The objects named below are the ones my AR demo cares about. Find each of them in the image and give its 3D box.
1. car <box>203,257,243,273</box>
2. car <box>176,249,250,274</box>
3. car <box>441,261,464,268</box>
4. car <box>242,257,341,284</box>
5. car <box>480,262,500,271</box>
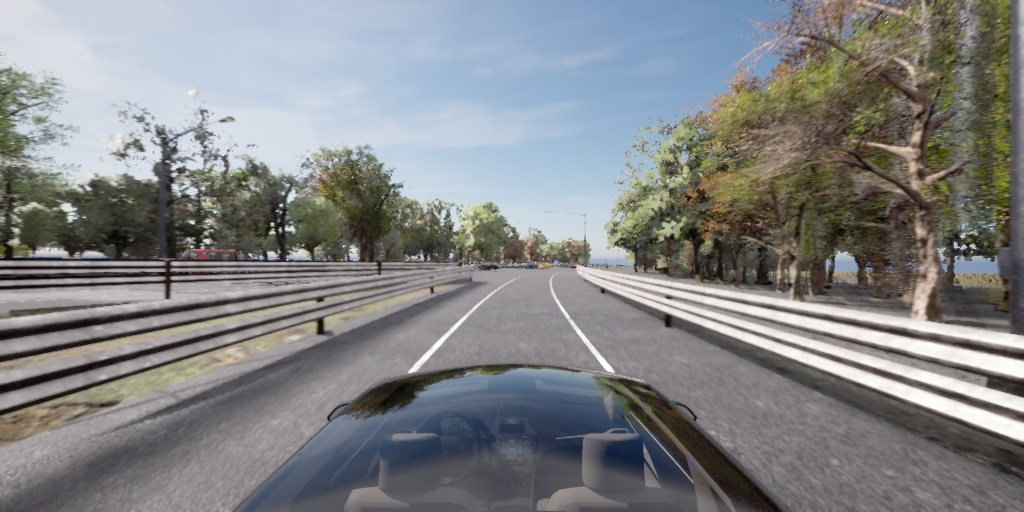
[{"bbox_3d":[-16.626,0.964,23.839,2.033,1.411,5.357,0,-1,20],"label":"car"},{"bbox_3d":[-19.866,0.623,25.150,2.150,2.045,5.566,0,-1,20],"label":"car"},{"bbox_3d":[-8.965,1.597,54.824,1.837,1.490,4.892,0,-1,20],"label":"car"},{"bbox_3d":[-13.357,0.976,22.591,2.033,1.411,5.357,0,-1,20],"label":"car"},{"bbox_3d":[-3.631,1.718,59.252,1.882,1.535,5.008,0,-1,20],"label":"car"}]
